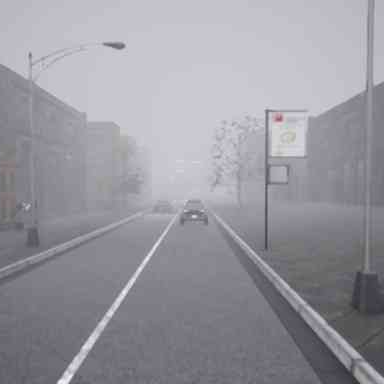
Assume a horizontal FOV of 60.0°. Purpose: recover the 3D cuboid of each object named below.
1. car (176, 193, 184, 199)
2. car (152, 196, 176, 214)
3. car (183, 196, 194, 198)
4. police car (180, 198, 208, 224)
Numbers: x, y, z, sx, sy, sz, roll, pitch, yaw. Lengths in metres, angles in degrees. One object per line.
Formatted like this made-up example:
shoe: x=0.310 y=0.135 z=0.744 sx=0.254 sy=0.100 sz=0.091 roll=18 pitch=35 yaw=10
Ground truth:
car: x=-2.738 y=0.992 z=75.134 sx=1.994 sy=1.385 sz=4.181 roll=0 pitch=2 yaw=0
car: x=-2.994 y=1.451 z=34.668 sx=1.837 sy=1.490 sz=4.892 roll=0 pitch=0 yaw=0
car: x=0.231 y=1.436 z=42.560 sx=2.163 sy=1.488 sz=4.792 roll=0 pitch=0 yaw=0
police car: x=0.159 y=1.467 z=24.462 sx=2.038 sy=1.542 sz=4.974 roll=0 pitch=0 yaw=0
